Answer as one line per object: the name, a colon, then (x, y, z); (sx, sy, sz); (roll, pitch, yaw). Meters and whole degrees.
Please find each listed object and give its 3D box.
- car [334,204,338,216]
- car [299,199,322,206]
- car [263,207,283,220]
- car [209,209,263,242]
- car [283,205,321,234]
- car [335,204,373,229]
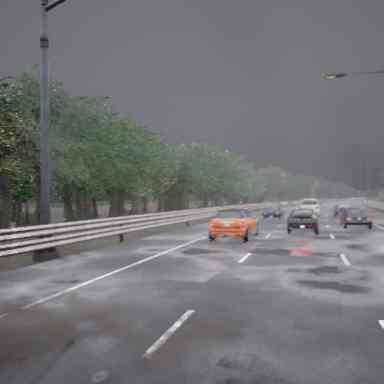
car: (17.322, 2.054, 38.146); (1.812, 1.442, 4.674); (-2, -1, 23)
car: (13.468, 1.815, 37.862); (2.150, 2.045, 5.566); (-2, -1, 22)
car: (8.826, 2.224, 35.627); (1.895, 1.301, 4.718); (-2, -1, 21)
car: (2.503, 1.720, 18.856); (2.097, 1.767, 4.553); (-1, -1, 20)
car: (7.361, 1.853, 21.953); (1.837, 1.490, 4.892); (-1, -2, 20)
car: (12.053, 1.872, 24.561); (2.033, 1.411, 5.357); (-1, -1, 21)
